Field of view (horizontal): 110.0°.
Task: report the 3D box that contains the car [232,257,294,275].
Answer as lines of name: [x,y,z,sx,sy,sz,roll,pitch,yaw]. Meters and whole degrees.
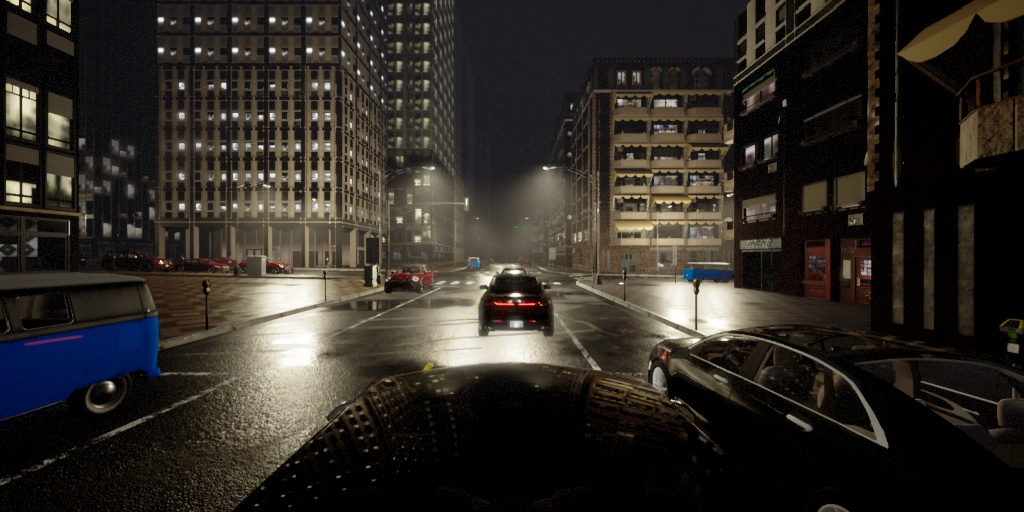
car: [-21.143,0.822,30.953,4.097,1.591,1.967,0,0,0]

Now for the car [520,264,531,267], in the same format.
car: [0.102,1.316,19.133,1.994,1.385,4.181,0,0,0]

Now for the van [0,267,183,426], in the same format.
van: [-5.688,1.091,3.239,1.690,1.789,3.998,0,0,0]

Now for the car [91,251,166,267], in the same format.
car: [-32.292,0.482,30.929,5.009,1.841,2.192,0,0,0]

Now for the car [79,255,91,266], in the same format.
car: [-43.695,0.466,39.285,4.829,1.417,1.751,0,0,0]

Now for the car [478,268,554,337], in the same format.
car: [0.103,1.255,10.322,1.837,1.490,4.892,0,0,0]

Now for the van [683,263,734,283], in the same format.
van: [16.916,1.457,30.900,3.998,1.789,1.690,0,0,0]

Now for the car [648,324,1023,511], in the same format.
car: [2.692,1.300,3.238,2.007,1.370,4.403,0,0,0]

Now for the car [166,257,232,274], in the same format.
car: [-26.718,0.857,30.941,4.207,1.307,1.802,0,0,0]

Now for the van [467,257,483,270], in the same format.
van: [-5.685,1.104,52.659,1.690,1.789,3.998,0,0,0]

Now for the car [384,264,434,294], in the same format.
car: [-5.687,1.192,20.185,1.967,1.591,4.097,0,0,0]

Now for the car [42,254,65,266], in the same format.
car: [-49.101,0.399,39.273,4.313,1.339,1.948,0,0,0]
